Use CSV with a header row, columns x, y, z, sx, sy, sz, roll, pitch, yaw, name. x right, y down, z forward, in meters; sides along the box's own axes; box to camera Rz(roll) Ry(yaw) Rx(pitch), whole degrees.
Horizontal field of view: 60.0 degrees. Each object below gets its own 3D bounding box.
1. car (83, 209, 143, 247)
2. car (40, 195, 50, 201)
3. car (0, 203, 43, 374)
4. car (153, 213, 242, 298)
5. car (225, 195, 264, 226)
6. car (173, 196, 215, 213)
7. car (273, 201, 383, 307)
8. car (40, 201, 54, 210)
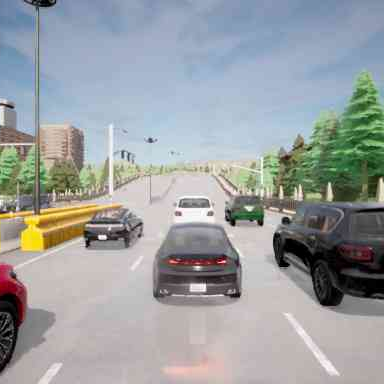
x,y,z,sx,sy,sz,roll,pitch,yaw,name
-3.388,1.492,15.002,2.128,1.511,4.902,0,0,0,car
-13.978,1.243,28.421,2.150,2.045,5.566,0,0,0,car
-3.398,1.220,2.333,2.150,2.045,5.566,0,0,0,car
0.109,1.505,8.512,1.837,1.490,4.892,0,0,0,car
3.610,1.219,23.574,2.150,2.045,5.566,0,0,0,car
0.115,1.221,18.808,2.150,2.045,5.566,0,0,0,car
3.612,1.220,8.141,2.150,2.045,5.566,0,0,0,car
-10.536,1.565,22.831,1.994,1.385,4.181,0,0,1,car
